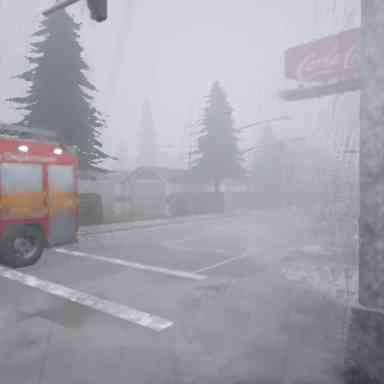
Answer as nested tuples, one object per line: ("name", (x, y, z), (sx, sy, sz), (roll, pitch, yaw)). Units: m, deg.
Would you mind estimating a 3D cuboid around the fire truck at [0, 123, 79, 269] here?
("fire truck", (-6.959, 0.140, 7.584), (2.891, 3.827, 8.468), (0, 1, 35))
